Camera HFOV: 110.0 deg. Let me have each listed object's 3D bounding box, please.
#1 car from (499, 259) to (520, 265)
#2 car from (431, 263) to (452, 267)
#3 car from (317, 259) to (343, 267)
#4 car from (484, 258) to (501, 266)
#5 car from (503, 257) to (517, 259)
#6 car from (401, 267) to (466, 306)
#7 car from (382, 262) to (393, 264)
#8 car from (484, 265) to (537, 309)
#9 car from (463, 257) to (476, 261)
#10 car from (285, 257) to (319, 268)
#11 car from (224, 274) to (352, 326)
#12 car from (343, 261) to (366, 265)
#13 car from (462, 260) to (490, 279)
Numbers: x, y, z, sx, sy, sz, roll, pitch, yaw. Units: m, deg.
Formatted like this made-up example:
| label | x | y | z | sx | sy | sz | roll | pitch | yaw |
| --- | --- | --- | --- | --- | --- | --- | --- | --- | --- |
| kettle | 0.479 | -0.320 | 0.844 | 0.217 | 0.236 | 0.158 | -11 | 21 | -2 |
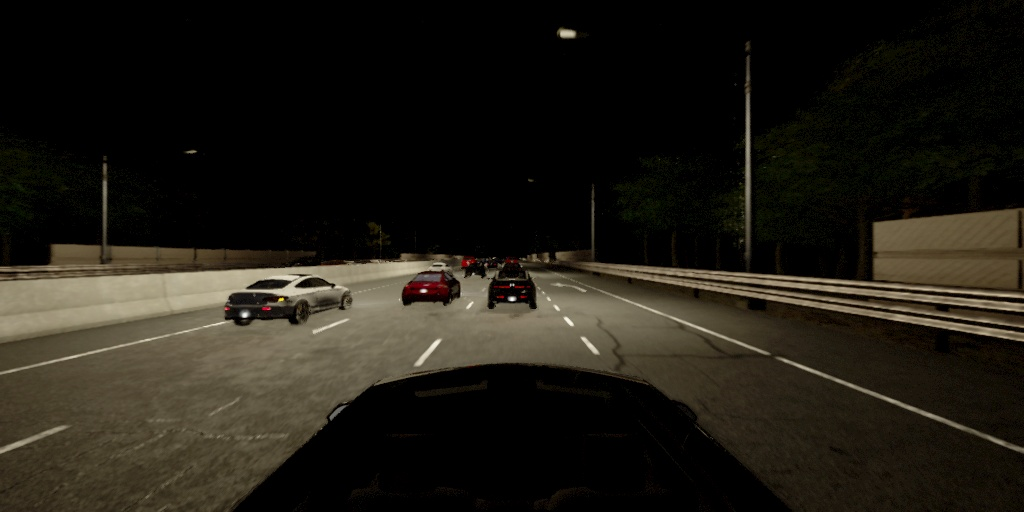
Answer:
| label | x | y | z | sx | sy | sz | roll | pitch | yaw |
| --- | --- | --- | --- | --- | --- | --- | --- | --- | --- |
| car | 0.017 | 1.356 | 35.107 | 1.882 | 1.535 | 5.008 | 0 | 0 | 0 |
| car | -6.984 | 1.404 | 35.094 | 1.812 | 1.442 | 4.674 | 0 | 0 | 0 |
| car | -24.516 | 1.404 | 49.912 | 1.882 | 1.535 | 5.008 | 0 | 0 | 1 |
| car | -3.472 | 1.503 | 63.150 | 2.033 | 1.411 | 5.357 | 0 | 0 | 0 |
| car | 0.028 | 1.181 | 65.215 | 2.150 | 2.045 | 5.566 | 0 | 0 | 0 |
| car | -3.494 | 1.361 | 16.193 | 1.994 | 1.385 | 4.181 | 0 | 0 | 0 |
| car | -17.522 | 1.527 | 49.821 | 1.895 | 1.301 | 4.718 | 0 | 0 | 1 |
| car | 0.006 | 1.300 | 15.306 | 1.837 | 1.490 | 4.892 | 0 | 0 | 0 |
| car | -6.972 | 1.170 | 59.217 | 2.150 | 2.045 | 5.566 | 0 | 0 | 0 |
| car | -28.025 | 1.135 | 48.432 | 2.150 | 2.045 | 5.566 | 0 | 0 | 1 |
| car | -6.995 | 1.306 | 11.706 | 1.812 | 1.442 | 4.674 | 0 | 0 | 0 |
| car | -21.023 | 1.489 | 49.501 | 1.994 | 1.385 | 4.181 | 0 | 0 | 1 |
| car | -3.486 | 1.385 | 35.098 | 1.837 | 1.490 | 4.892 | 0 | 0 | 0 |
